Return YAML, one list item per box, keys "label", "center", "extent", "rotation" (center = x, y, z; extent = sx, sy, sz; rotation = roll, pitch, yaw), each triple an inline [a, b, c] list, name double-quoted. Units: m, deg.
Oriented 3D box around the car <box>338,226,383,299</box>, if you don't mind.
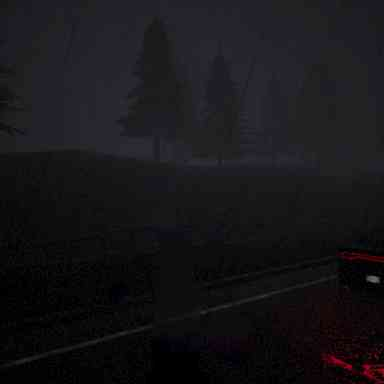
- label: "car"
  center: [5.347, 1.435, 7.557]
  extent: [5.008, 1.535, 1.882]
  rotation: [0, 0, -35]
